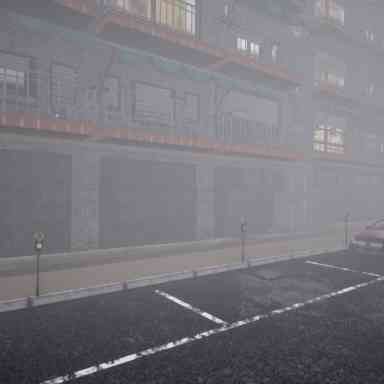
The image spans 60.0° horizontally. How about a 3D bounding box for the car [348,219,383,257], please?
[{"bbox_3d":[7.255,1.583,11.728,4.206,1.307,1.802,0,1,-36],"label":"car"}]
